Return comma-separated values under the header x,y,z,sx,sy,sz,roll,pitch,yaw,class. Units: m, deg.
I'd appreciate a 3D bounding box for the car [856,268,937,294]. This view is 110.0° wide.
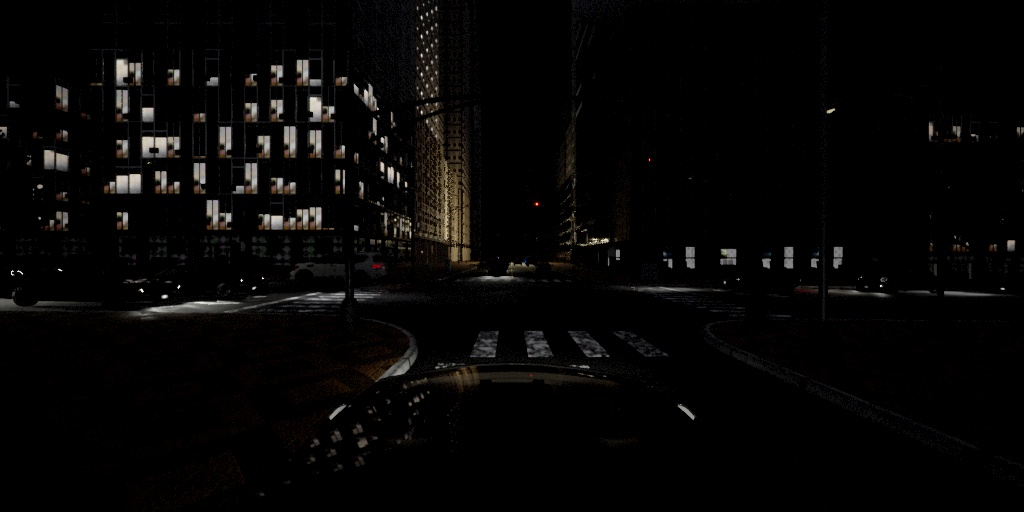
x,y,z,sx,sy,sz,roll,pitch,yaw,class
26.748,1.606,24.889,4.553,1.767,2.097,1,0,-3,car

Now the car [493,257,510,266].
x,y,z,sx,sy,sz,roll,pitch,yaw,class
-1.526,1.237,52.945,1.882,1.535,5.008,0,0,0,car

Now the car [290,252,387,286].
x,y,z,sx,sy,sz,roll,pitch,yaw,class
-10.889,0.783,22.836,5.566,2.045,2.150,1,1,-3,car

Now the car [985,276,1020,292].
x,y,z,sx,sy,sz,roll,pitch,yaw,class
36.763,2.035,25.339,4.718,1.301,1.895,1,0,-2,car

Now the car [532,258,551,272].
x,y,z,sx,sy,sz,roll,pitch,yaw,class
3.959,1.329,45.558,1.948,1.339,4.313,0,0,0,car

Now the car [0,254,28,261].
x,y,z,sx,sy,sz,roll,pitch,yaw,class
-22.915,0.706,15.919,4.553,1.767,2.097,1,0,-3,car

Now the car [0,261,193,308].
x,y,z,sx,sy,sz,roll,pitch,yaw,class
-15.289,1.042,13.042,5.357,1.411,2.033,1,0,0,car

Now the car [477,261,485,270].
x,y,z,sx,sy,sz,roll,pitch,yaw,class
-3.990,1.342,51.056,1.802,1.307,4.207,0,0,0,car

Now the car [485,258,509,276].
x,y,z,sx,sy,sz,roll,pitch,yaw,class
-1.475,1.271,36.838,1.837,1.490,4.892,0,0,0,car

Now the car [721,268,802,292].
x,y,z,sx,sy,sz,roll,pitch,yaw,class
16.902,1.569,24.442,4.902,1.511,2.128,1,0,-3,car

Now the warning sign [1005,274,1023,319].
x,y,z,sx,sy,sz,roll,pitch,yaw,class
17.282,1.204,11.746,1.060,1.860,1.300,0,0,-3,warning sign

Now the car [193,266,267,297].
x,y,z,sx,sy,sz,roll,pitch,yaw,class
-14.010,1.118,16.322,4.718,1.301,1.895,1,0,-3,car
